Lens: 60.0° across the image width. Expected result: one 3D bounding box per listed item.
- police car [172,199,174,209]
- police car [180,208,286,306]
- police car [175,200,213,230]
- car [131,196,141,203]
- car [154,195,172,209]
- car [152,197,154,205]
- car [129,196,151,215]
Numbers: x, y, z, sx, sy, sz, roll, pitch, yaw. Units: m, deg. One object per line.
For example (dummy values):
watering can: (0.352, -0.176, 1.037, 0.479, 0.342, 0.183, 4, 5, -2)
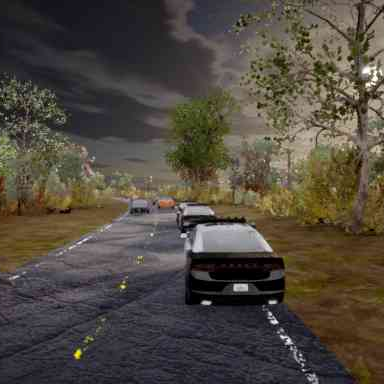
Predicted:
police car: (-0.218, 1.423, 24.349, 1.930, 1.638, 5.238, 0, 0, -5)
police car: (0.746, 1.425, 8.252, 1.930, 1.638, 5.238, 0, 0, -2)
police car: (0.244, 1.424, 18.319, 1.930, 1.638, 5.238, 0, 0, -4)
car: (-11.880, 1.519, 70.369, 1.812, 1.442, 4.674, 0, 0, -14)
car: (-3.680, 1.348, 45.664, 2.097, 1.767, 4.553, 0, 0, -9)
car: (-5.852, 1.346, 57.962, 2.097, 1.767, 4.553, 0, 0, -12)
car: (-5.263, 1.476, 33.789, 1.882, 1.535, 5.008, 0, 0, -7)
